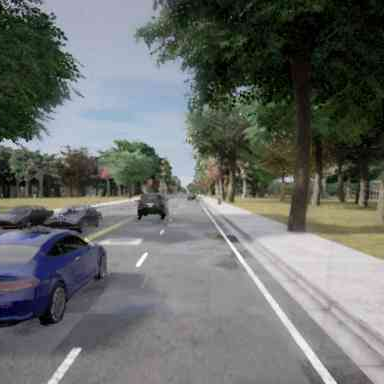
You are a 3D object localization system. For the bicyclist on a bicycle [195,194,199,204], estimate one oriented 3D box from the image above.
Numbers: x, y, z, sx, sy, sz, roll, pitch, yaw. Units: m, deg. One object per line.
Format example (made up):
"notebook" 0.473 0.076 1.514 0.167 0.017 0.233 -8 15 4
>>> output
"bicyclist on a bicycle" 0.857 1.194 57.111 0.659 1.776 1.843 0 0 0

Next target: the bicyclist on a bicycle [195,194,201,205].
"bicyclist on a bicycle" 0.861 1.286 48.541 0.866 1.612 1.509 0 0 0

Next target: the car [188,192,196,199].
"car" -0.056 0.922 88.467 2.097 1.767 4.553 0 0 0

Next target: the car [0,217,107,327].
"car" -3.156 1.500 6.919 1.812 1.442 4.674 0 0 0

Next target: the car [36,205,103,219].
"car" -6.611 1.481 19.221 2.033 1.411 5.357 0 0 0

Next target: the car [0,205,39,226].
"car" -9.861 1.480 19.634 2.033 1.411 5.357 0 0 0

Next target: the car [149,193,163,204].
"car" -6.573 1.163 60.855 2.097 1.767 4.553 0 0 1

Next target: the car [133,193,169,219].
"car" -3.179 1.130 27.835 2.150 2.045 5.566 0 0 0

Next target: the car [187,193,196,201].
"car" -0.048 1.111 76.046 2.097 1.767 4.553 0 0 0
